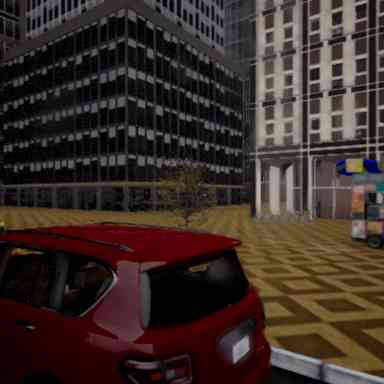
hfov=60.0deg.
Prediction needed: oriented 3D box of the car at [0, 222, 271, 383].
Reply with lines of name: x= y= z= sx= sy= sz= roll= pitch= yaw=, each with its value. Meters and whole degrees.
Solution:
car: x=-1.562 y=1.299 z=3.995 sx=5.009 sy=1.841 sz=2.192 roll=0 pitch=0 yaw=36
